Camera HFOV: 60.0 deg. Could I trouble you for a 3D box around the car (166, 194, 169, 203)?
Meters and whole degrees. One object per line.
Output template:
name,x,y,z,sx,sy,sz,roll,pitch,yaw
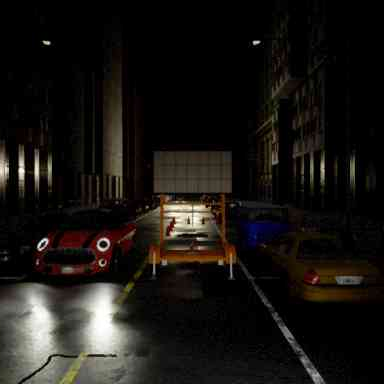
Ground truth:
car,-5.635,1.450,58.755,1.967,1.590,4.097,0,0,0

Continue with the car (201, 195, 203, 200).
car,2.878,1.575,53.109,1.947,1.339,4.313,0,0,0

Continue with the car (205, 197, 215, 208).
car,2.840,1.556,36.200,2.008,1.369,4.403,0,0,0

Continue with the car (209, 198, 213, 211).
car,2.828,1.529,30.734,1.752,1.417,4.829,0,0,0

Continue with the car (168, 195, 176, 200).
car,-5.560,1.571,92.575,2.008,1.369,4.403,0,0,0

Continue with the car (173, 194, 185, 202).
car,-2.822,1.366,80.229,2.097,1.767,4.553,0,0,0

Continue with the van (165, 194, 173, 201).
van,-5.585,1.357,81.302,1.690,1.788,3.998,0,0,0

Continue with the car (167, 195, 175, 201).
car,-5.573,1.543,86.769,1.752,1.417,4.829,0,0,0

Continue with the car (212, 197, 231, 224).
car,2.815,1.443,24.928,1.967,1.590,4.097,0,0,0

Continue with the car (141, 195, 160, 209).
car,-5.673,1.321,41.845,2.192,1.841,5.009,0,0,0

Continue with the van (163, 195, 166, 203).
van,-5.648,1.350,53.119,1.690,1.788,3.998,0,0,0

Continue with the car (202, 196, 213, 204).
car,2.903,1.556,64.382,1.887,1.381,4.507,0,0,0

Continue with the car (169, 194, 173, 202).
car,-5.610,1.453,70.029,1.967,1.590,4.097,0,0,0

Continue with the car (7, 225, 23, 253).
car,-5.735,1.567,13.661,1.947,1.339,4.313,0,0,0

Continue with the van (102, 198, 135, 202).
van,-5.711,1.344,24.935,1.690,1.788,3.998,0,0,0

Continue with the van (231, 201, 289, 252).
van,2.789,1.342,13.655,1.690,1.788,3.998,0,0,0

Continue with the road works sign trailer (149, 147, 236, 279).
road works sign trailer,0.022,0.465,9.977,2.380,3.560,2.880,0,0,0

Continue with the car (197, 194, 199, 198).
car,2.940,1.456,81.290,1.967,1.590,4.097,0,0,0

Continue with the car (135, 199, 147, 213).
car,-5.697,1.570,30.572,1.947,1.339,4.313,0,0,0

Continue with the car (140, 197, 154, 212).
car,-5.685,1.571,36.208,1.947,1.339,4.313,0,0,0

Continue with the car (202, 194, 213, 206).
car,2.865,1.448,47.472,1.967,1.590,4.097,0,0,0

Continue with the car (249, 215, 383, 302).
car,2.778,1.526,8.189,1.752,1.417,4.829,0,0,0

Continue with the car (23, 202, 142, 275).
car,-3.078,1.352,10.504,2.097,1.767,4.553,0,0,0

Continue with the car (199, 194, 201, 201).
car,2.890,1.325,58.746,2.192,1.841,5.009,0,0,0
